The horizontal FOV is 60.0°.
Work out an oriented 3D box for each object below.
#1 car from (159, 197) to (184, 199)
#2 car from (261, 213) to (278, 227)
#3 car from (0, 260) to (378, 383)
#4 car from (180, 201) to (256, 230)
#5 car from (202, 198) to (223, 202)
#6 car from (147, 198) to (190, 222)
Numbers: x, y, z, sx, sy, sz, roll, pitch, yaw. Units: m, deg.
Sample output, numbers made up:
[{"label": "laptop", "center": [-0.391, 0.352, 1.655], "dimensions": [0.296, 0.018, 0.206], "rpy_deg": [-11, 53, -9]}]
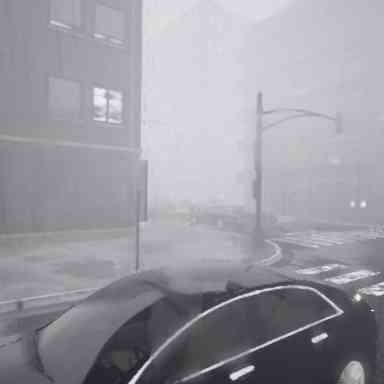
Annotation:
[{"label": "car", "center": [-1.523, 1.410, 39.238], "dimensions": [2.008, 1.369, 4.403], "rpy_deg": [2, 0, -36]}, {"label": "car", "center": [3.488, 1.606, 22.487], "dimensions": [1.895, 1.301, 4.718], "rpy_deg": [1, 0, -36]}, {"label": "car", "center": [-0.089, 1.544, 3.191], "dimensions": [4.892, 1.490, 1.837], "rpy_deg": [1, -1, -35]}, {"label": "car", "center": [1.519, 1.521, 20.829], "dimensions": [2.008, 1.369, 4.403], "rpy_deg": [2, 0, -36]}, {"label": "car", "center": [1.759, 1.377, 34.738], "dimensions": [1.967, 1.590, 4.097], "rpy_deg": [2, 0, -36]}, {"label": "car", "center": [-1.658, 1.420, 25.192], "dimensions": [1.752, 1.417, 4.829], "rpy_deg": [2, 0, -36]}]
